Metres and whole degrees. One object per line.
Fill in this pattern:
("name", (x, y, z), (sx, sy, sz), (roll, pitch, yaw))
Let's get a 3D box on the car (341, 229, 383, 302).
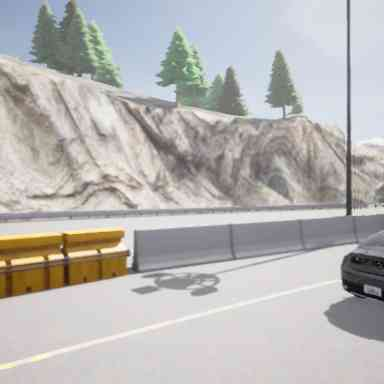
("car", (5.257, 1.491, 7.170), (4.892, 1.490, 1.837), (0, 0, -32))
